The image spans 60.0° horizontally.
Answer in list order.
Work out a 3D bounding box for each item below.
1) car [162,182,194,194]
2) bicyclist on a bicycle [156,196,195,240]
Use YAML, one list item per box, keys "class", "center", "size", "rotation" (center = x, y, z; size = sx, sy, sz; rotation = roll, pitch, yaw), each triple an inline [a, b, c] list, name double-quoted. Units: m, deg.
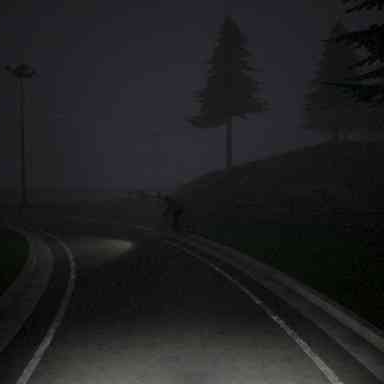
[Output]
- class: "car"
  center: [-2.913, -0.790, 62.215]
  size: [5.566, 2.045, 2.150]
  rotation: [-2, 3, -43]
- class: "bicyclist on a bicycle"
  center: [-0.689, 0.954, 12.738]
  size: [1.656, 1.620, 0.582]
  rotation: [-11, 6, -24]
